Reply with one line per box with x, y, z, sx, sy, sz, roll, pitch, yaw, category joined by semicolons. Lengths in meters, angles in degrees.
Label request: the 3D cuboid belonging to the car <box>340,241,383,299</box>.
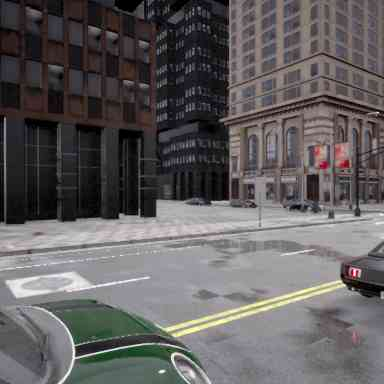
5.363;1.600;7.265;4.718;1.301;1.895;0;0;-35;car

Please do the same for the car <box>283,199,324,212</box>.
12.735;1.517;38.223;2.128;1.511;4.902;0;0;-35;car

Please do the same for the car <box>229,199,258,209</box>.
7.069;1.600;46.225;1.994;1.385;4.181;0;0;-36;car

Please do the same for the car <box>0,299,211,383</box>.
-1.982;1.352;2.025;4.553;1.767;2.097;0;0;-35;car

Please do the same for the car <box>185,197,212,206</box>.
1.006;1.597;54.820;2.033;1.411;5.357;0;0;-36;car
